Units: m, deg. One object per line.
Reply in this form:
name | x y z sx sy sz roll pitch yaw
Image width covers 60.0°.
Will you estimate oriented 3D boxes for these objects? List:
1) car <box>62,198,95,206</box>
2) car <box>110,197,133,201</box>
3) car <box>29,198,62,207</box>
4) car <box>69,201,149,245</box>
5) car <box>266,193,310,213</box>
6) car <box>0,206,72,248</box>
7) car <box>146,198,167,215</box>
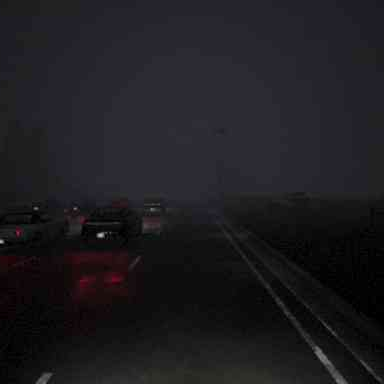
car | -10.422 1.290 31.977 1.812 1.442 4.674 0 0 0
car | -6.909 1.238 32.528 1.882 1.535 5.008 0 0 0
car | -13.922 1.289 32.015 1.812 1.442 4.674 0 0 0
car | -3.405 1.382 14.827 2.128 1.511 4.902 0 0 0
car | 8.914 0.987 30.789 3.866 1.878 1.905 0 0 0
car | -6.905 1.495 14.265 1.895 1.301 4.718 0 0 0
car | -3.408 1.264 30.954 2.128 1.511 4.902 0 0 0
